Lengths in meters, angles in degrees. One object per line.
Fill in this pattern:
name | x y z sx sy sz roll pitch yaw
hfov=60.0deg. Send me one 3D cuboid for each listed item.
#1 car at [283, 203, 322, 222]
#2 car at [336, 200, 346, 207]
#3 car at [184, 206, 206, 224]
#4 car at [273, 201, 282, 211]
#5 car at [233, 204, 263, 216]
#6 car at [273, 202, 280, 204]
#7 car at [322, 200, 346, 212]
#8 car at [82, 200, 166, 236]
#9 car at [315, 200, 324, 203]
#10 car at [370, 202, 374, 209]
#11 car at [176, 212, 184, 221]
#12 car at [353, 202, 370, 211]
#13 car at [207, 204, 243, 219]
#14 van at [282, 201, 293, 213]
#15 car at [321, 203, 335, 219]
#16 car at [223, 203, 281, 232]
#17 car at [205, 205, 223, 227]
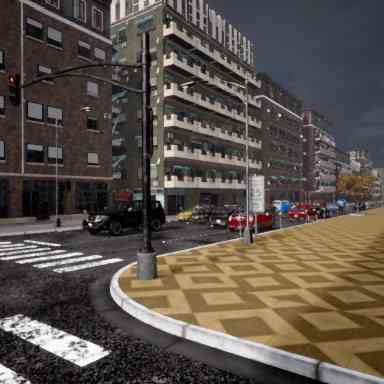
car | 10.546 2.032 31.492 1.887 1.381 4.507 -2 -2 35
car | 39.156 2.883 87.168 1.690 1.788 3.998 -2 -2 35
car | 1.691 1.934 28.832 1.837 1.490 4.892 -1 -1 35
car | 10.183 2.289 45.510 1.887 1.381 4.507 -2 -2 35
car | 6.954 2.222 40.875 1.947 1.339 4.313 -2 -2 35
car | 7.667 2.140 37.394 2.033 1.411 5.357 -1 -1 35
car | 23.416 2.468 54.423 2.033 1.411 5.357 -1 -1 36
car | -3.999 1.496 20.657 2.150 2.045 5.566 -1 -1 37
car | 26.332 2.501 68.691 2.192 1.841 5.009 -2 -2 35
car | 36.388 2.745 68.569 2.008 1.369 4.403 -2 -2 35
car | 0.396 2.002 31.467 1.752 1.417 4.829 -2 -2 35
car | 29.927 2.583 59.300 1.947 1.339 4.313 -2 -2 35
car | 3.626 2.090 36.101 1.752 1.417 4.829 -2 -2 35
van | 13.411 2.174 50.151 1.690 1.788 3.998 -2 -2 35
car | 13.777 2.141 36.126 1.947 1.339 4.313 -2 -2 35
car | 4.085 1.751 22.225 1.967 1.590 4.097 -2 -2 35
car | 3.281 1.875 25.554 1.837 1.490 4.892 -1 -1 35
